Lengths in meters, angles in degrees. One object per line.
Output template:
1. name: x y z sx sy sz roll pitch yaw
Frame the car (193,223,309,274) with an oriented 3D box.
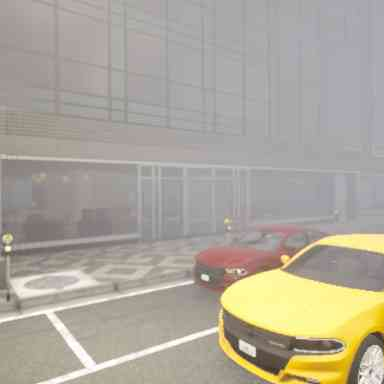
1. car: 2.103 1.497 8.143 4.507 1.381 1.887 -1 0 -35

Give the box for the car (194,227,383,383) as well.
1. car: 2.645 1.439 5.134 5.008 1.535 1.882 -1 0 -35
